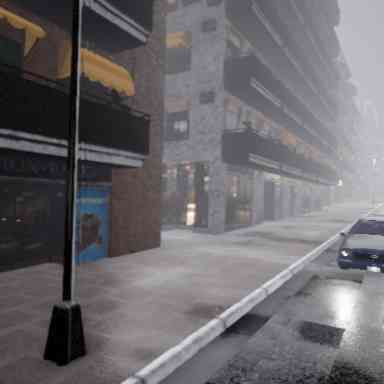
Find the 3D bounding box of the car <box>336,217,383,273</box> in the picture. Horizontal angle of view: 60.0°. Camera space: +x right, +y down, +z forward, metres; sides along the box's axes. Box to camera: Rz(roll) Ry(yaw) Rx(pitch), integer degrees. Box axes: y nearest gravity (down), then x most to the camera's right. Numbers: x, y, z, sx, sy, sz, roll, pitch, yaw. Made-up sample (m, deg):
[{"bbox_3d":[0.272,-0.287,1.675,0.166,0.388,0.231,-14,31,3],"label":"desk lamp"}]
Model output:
[{"bbox_3d":[5.916,1.513,10.483,2.033,1.411,5.357,1,1,32],"label":"car"}]
